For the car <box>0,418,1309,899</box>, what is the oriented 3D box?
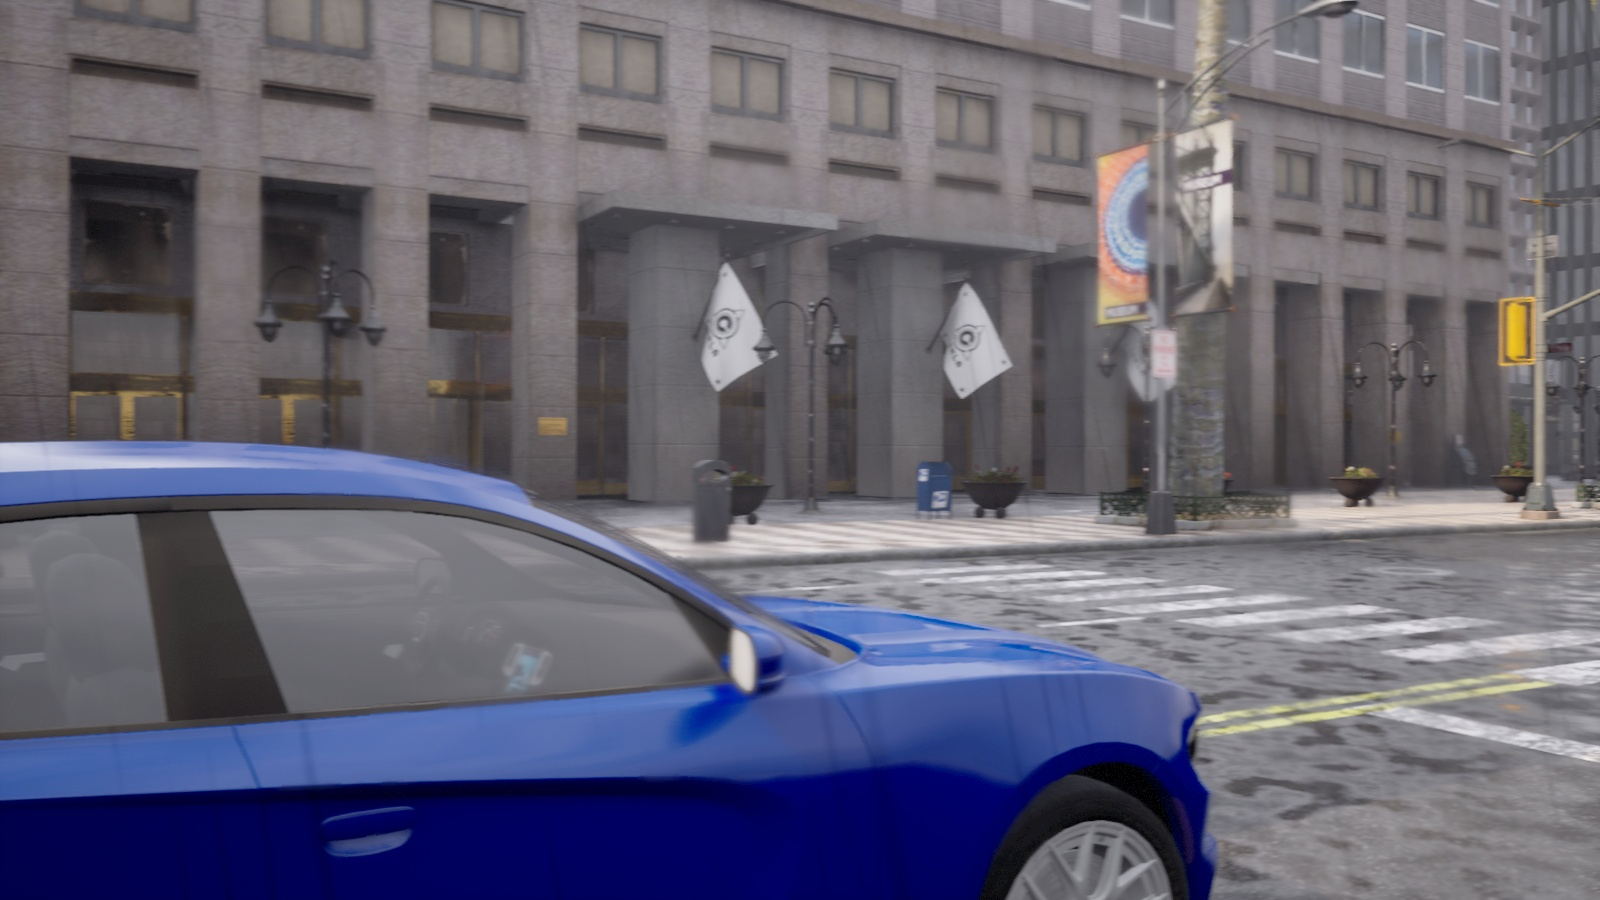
[{"bbox_3d":[-1.227,0.728,2.792,5.008,1.535,1.882,0,0,-34],"label":"car"}]
